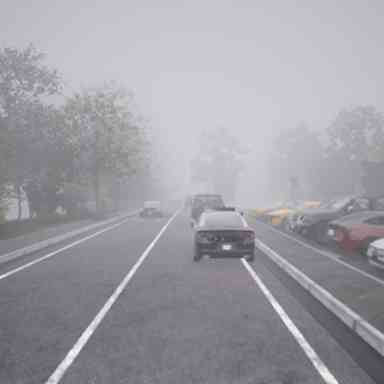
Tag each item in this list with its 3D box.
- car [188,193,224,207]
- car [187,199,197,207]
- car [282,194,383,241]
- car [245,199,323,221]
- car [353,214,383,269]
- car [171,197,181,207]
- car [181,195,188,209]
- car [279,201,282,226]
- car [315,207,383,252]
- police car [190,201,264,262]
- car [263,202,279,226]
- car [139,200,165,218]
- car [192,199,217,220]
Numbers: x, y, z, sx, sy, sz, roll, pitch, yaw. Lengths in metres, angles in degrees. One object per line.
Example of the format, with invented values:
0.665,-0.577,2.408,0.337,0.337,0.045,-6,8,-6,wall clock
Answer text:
0.980,1.104,21.867,2.150,2.045,5.566,0,0,0,car
0.014,2.073,62.400,1.837,1.490,4.892,0,-2,0,car
7.054,1.125,14.198,5.566,2.045,2.435,0,0,0,car
6.905,1.342,25.289,5.366,1.575,1.946,0,0,0,car
7.081,1.457,8.648,4.674,1.452,2.002,0,0,0,car
-3.234,2.008,69.945,2.150,2.045,5.566,0,-2,0,car
0.022,1.377,46.948,2.150,2.045,5.566,0,-1,0,car
7.116,1.233,16.970,4.553,1.767,2.185,0,0,0,car
7.110,1.426,11.423,4.792,1.488,2.163,0,0,0,car
0.978,1.334,11.927,1.930,1.638,5.238,0,0,0,police car
7.093,1.346,19.748,5.008,1.535,2.097,0,0,0,car
-3.341,1.429,28.612,1.812,1.442,4.674,0,0,0,car
0.981,1.378,27.841,1.882,1.535,5.008,0,0,0,car
